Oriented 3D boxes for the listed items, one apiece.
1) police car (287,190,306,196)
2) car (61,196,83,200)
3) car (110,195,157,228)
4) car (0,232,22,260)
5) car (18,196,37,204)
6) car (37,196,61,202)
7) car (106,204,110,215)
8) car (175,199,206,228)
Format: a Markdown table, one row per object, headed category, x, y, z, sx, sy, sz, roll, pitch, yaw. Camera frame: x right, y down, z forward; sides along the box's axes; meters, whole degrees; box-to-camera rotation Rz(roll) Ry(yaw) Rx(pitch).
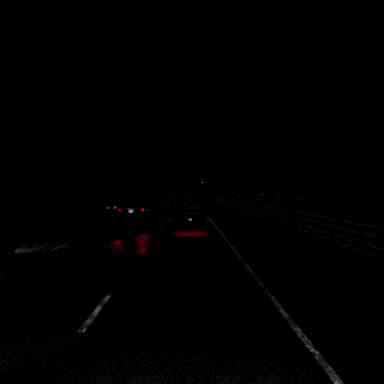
| category | x | y | z | sx | sy | sz | roll | pitch | yaw |
| --- | --- | --- | --- | --- | --- | --- | --- | --- | --- |
| police car | 21.646 | 0.299 | 69.190 | 1.930 | 1.638 | 5.238 | 0 | -3 | -15 |
| car | -18.121 | 1.454 | 51.793 | 1.837 | 1.490 | 4.892 | 0 | 0 | 0 |
| car | -3.634 | 1.208 | 22.213 | 2.150 | 2.045 | 5.566 | 0 | 0 | -1 |
| car | -6.983 | 1.547 | 9.400 | 2.033 | 1.411 | 5.357 | 0 | 0 | -1 |
| car | -25.111 | 1.457 | 51.699 | 1.837 | 1.490 | 4.892 | 0 | 0 | 0 |
| car | -21.614 | 1.442 | 51.744 | 2.128 | 1.511 | 4.902 | 0 | 0 | 0 |
| car | -7.248 | 1.522 | 33.650 | 2.033 | 1.411 | 5.357 | 0 | 0 | -1 |
| car | -0.122 | 1.463 | 22.209 | 1.882 | 1.535 | 5.008 | 0 | 0 | -1 |
